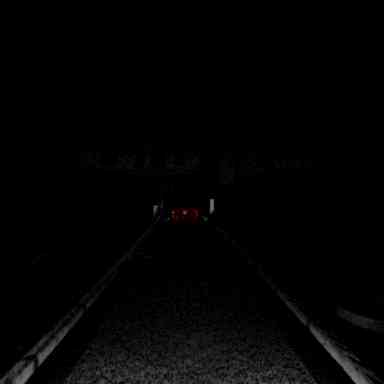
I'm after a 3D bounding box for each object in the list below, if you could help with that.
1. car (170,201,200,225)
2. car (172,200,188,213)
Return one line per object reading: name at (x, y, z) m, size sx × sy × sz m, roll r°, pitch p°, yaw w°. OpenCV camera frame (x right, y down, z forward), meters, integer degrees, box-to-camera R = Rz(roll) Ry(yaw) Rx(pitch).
car at (-0.579, 1.425, 24.555) m, size 2.097 × 1.767 × 4.553 m, roll 0°, pitch 0°, yaw -3°
car at (-1.542, 1.837, 42.490) m, size 1.882 × 1.535 × 5.008 m, roll 0°, pitch -2°, yaw -3°
